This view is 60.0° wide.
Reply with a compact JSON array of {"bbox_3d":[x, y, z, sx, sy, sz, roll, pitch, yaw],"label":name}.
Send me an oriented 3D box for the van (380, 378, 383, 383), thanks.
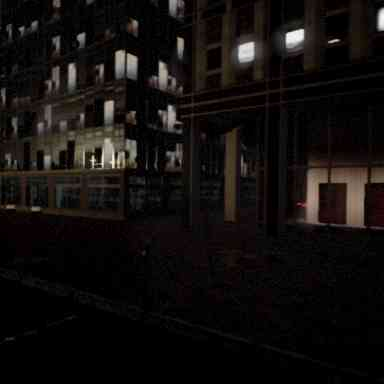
[{"bbox_3d":[2.724,1.356,0.924,3.998,1.788,1.690,1,1,35],"label":"van"}]
